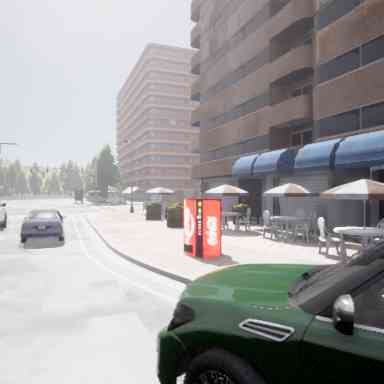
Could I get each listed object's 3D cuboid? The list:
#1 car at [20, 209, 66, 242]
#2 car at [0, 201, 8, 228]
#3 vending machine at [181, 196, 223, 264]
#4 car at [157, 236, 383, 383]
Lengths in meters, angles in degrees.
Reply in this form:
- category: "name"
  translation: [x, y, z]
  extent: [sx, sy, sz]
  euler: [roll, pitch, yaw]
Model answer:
- category: "car"
  translation: [-7.271, 1.548, 16.403]
  extent: [2.033, 1.411, 5.357]
  euler: [0, 0, -22]
- category: "car"
  translation: [-11.976, 1.221, 18.872]
  extent: [2.150, 2.045, 5.566]
  euler: [0, 0, -21]
- category: "vending machine"
  translation: [0.340, 1.195, 11.109]
  extent: [1.100, 2.100, 0.880]
  euler: [0, 0, -34]
- category: "car"
  translation: [2.280, 1.223, 2.488]
  extent: [5.566, 2.045, 2.150]
  euler: [0, 0, 37]
